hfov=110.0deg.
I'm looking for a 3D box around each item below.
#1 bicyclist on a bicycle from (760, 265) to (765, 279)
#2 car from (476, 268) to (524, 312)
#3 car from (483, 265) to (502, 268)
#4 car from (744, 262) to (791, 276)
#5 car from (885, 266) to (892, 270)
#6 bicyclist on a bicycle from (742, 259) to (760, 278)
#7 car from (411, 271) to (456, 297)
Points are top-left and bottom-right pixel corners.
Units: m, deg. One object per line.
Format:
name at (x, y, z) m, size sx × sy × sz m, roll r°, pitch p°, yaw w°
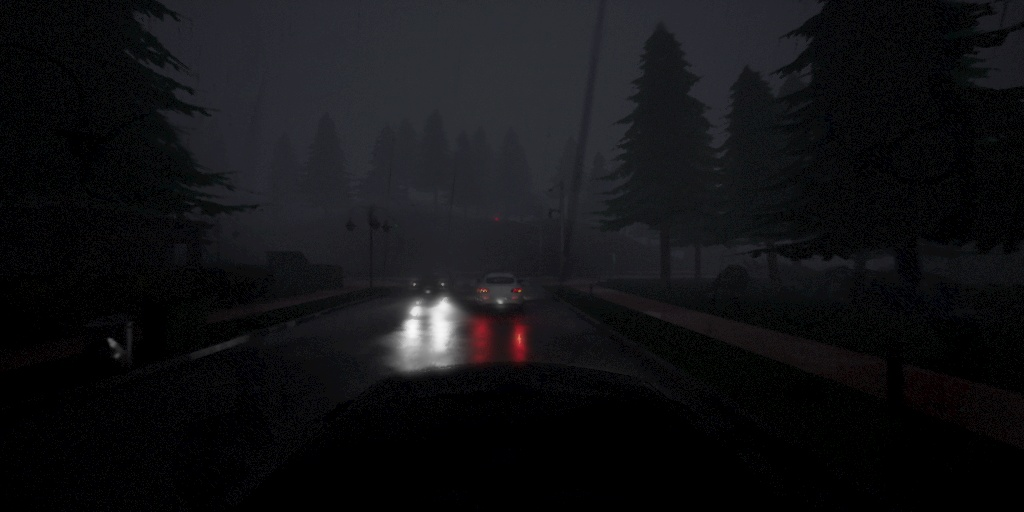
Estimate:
bicyclist on a bicycle at (20.609, 1.105, 30.359) m, size 0.582 × 1.620 × 1.656 m, roll 0°, pitch -1°, yaw -16°
car at (-0.502, 1.411, 15.046) m, size 1.812 × 1.442 × 4.674 m, roll 0°, pitch 0°, yaw -2°
car at (-1.653, 1.493, 29.286) m, size 1.837 × 1.490 × 4.892 m, roll 0°, pitch 1°, yaw -11°
car at (27.397, 1.349, 38.598) m, size 4.902 × 1.511 × 2.128 m, roll 0°, pitch -1°, yaw -2°
car at (39.497, 1.474, 34.785) m, size 4.892 × 1.490 × 1.837 m, roll 0°, pitch 0°, yaw 27°
bicyclist on a bicycle at (19.960, 1.100, 30.595) m, size 0.582 × 1.620 × 1.656 m, roll 0°, pitch -1°, yaw -19°
car at (-4.375, 1.556, 20.598) m, size 1.895 × 1.301 × 4.718 m, roll 0°, pitch -1°, yaw -2°
